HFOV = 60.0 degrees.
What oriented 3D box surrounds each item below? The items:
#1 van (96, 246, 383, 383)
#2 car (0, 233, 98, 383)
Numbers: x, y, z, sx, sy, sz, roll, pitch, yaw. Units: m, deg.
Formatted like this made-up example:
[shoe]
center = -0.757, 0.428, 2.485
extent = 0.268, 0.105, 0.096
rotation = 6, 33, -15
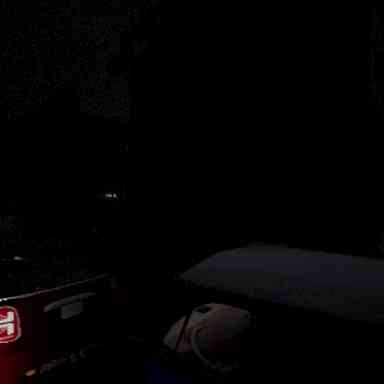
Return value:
[van]
center = 1.489, 1.348, 1.756
extent = 3.998, 1.788, 1.690
rotation = 2, 1, 35
[car]
center = -2.939, 1.321, 4.914
extent = 4.097, 1.590, 1.967
rotation = 2, 1, 35
